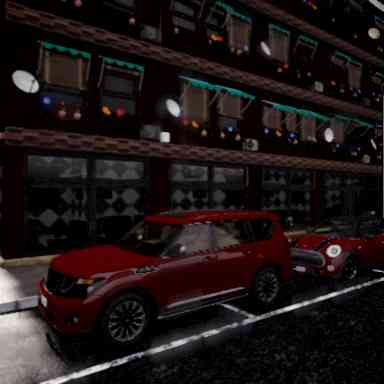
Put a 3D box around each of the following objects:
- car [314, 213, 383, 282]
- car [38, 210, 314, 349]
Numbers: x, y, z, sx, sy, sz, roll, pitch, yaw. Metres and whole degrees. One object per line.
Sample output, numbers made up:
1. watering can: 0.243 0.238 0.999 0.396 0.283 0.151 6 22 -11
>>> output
1. car: 4.426 1.453 9.717 4.097 1.590 1.967 0 0 -36
2. car: -0.161 1.320 6.443 5.009 1.841 2.192 0 0 -36
